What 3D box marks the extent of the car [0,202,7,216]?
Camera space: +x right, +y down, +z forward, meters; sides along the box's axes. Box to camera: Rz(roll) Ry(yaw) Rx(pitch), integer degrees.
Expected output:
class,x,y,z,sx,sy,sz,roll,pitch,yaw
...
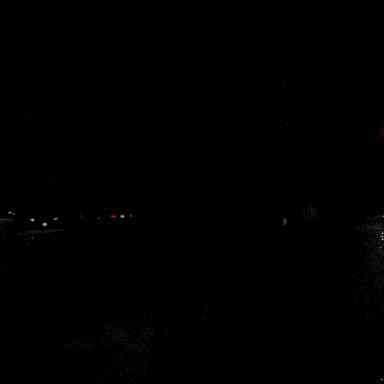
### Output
class,x,y,z,sx,sy,sz,roll,pitch,yaw
car,-16.710,1.571,29.788,1.994,1.385,4.181,0,0,-39

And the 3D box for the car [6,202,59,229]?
class,x,y,z,sx,sy,sz,roll,pitch,yaw
car,-10.501,1.556,22.060,2.033,1.411,5.357,0,0,-39

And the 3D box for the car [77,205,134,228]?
class,x,y,z,sx,sy,sz,roll,pitch,yaw
car,-5.958,1.566,22.560,2.033,1.411,5.357,0,0,-41

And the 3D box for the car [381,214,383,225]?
class,x,y,z,sx,sy,sz,roll,pitch,yaw
car,15.205,1.587,23.423,4.674,1.442,1.812,0,0,-35
